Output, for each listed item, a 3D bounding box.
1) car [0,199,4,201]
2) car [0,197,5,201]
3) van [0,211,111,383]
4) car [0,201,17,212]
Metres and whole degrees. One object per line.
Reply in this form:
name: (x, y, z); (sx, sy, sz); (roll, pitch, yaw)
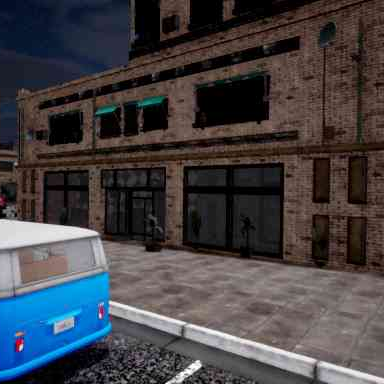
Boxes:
car: (-21.807, 1.684, 33.367); (1.994, 1.385, 4.181); (1, 0, 36)
car: (-22.898, 1.411, 36.248); (2.192, 1.841, 5.009); (0, 0, 36)
van: (-3.021, 1.340, 5.016); (3.998, 1.788, 1.690); (0, 1, 36)
car: (-16.146, 1.793, 31.289); (1.947, 1.339, 4.313); (0, 0, 36)
